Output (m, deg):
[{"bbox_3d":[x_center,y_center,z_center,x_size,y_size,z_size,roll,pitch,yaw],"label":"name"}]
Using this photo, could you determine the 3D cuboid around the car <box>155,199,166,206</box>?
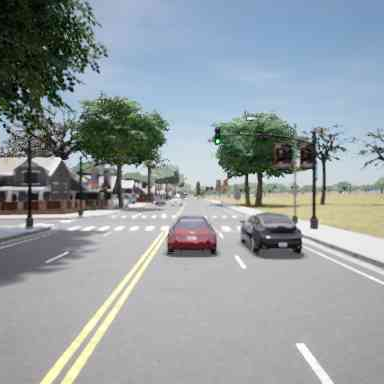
[{"bbox_3d":[-6.491,2.170,68.574,1.994,1.385,4.181,0,-1,0],"label":"car"}]

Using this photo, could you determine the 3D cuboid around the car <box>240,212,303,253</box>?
[{"bbox_3d":[3.255,1.639,14.300,1.837,1.490,4.892,0,0,0],"label":"car"}]

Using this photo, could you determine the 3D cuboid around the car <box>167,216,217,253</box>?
[{"bbox_3d":[0.005,1.694,14.274,1.994,1.385,4.181,0,0,0],"label":"car"}]

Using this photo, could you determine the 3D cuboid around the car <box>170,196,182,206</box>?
[{"bbox_3d":[-3.240,1.841,68.543,2.150,2.045,5.566,0,-1,0],"label":"car"}]
